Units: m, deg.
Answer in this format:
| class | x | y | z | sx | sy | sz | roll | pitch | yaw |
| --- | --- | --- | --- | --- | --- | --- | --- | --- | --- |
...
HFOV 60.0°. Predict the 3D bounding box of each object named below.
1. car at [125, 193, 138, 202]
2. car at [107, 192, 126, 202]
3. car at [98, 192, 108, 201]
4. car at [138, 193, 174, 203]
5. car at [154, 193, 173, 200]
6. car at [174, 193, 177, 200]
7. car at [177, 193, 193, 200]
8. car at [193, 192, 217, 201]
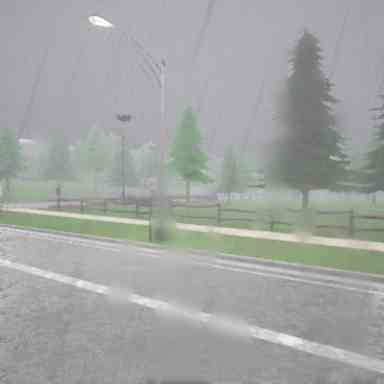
| class | x | y | z | sx | sy | sz | roll | pitch | yaw |
| --- | --- | --- | --- | --- | --- | --- | --- | --- | --- |
| car | -8.898 | 1.122 | 57.607 | 1.994 | 1.385 | 4.181 | 1 | 0 | 36 |
| car | -12.075 | 0.998 | 59.160 | 1.882 | 1.535 | 5.008 | 1 | 1 | 36 |
| car | -15.014 | 0.835 | 61.037 | 2.097 | 1.767 | 4.553 | 1 | 0 | 36 |
| car | -5.974 | 1.144 | 55.698 | 2.033 | 1.411 | 5.357 | 1 | 0 | 36 |
| car | -6.292 | 0.938 | 73.399 | 1.994 | 1.385 | 4.181 | 1 | 0 | 35 |
| car | -3.173 | 0.950 | 71.750 | 2.033 | 1.411 | 5.357 | 1 | 0 | 35 |
| car | -0.197 | 0.967 | 69.898 | 2.128 | 1.511 | 4.902 | 1 | 0 | 35 |
| car | 3.124 | 0.966 | 68.542 | 2.150 | 2.045 | 5.566 | 1 | 0 | 35 |
